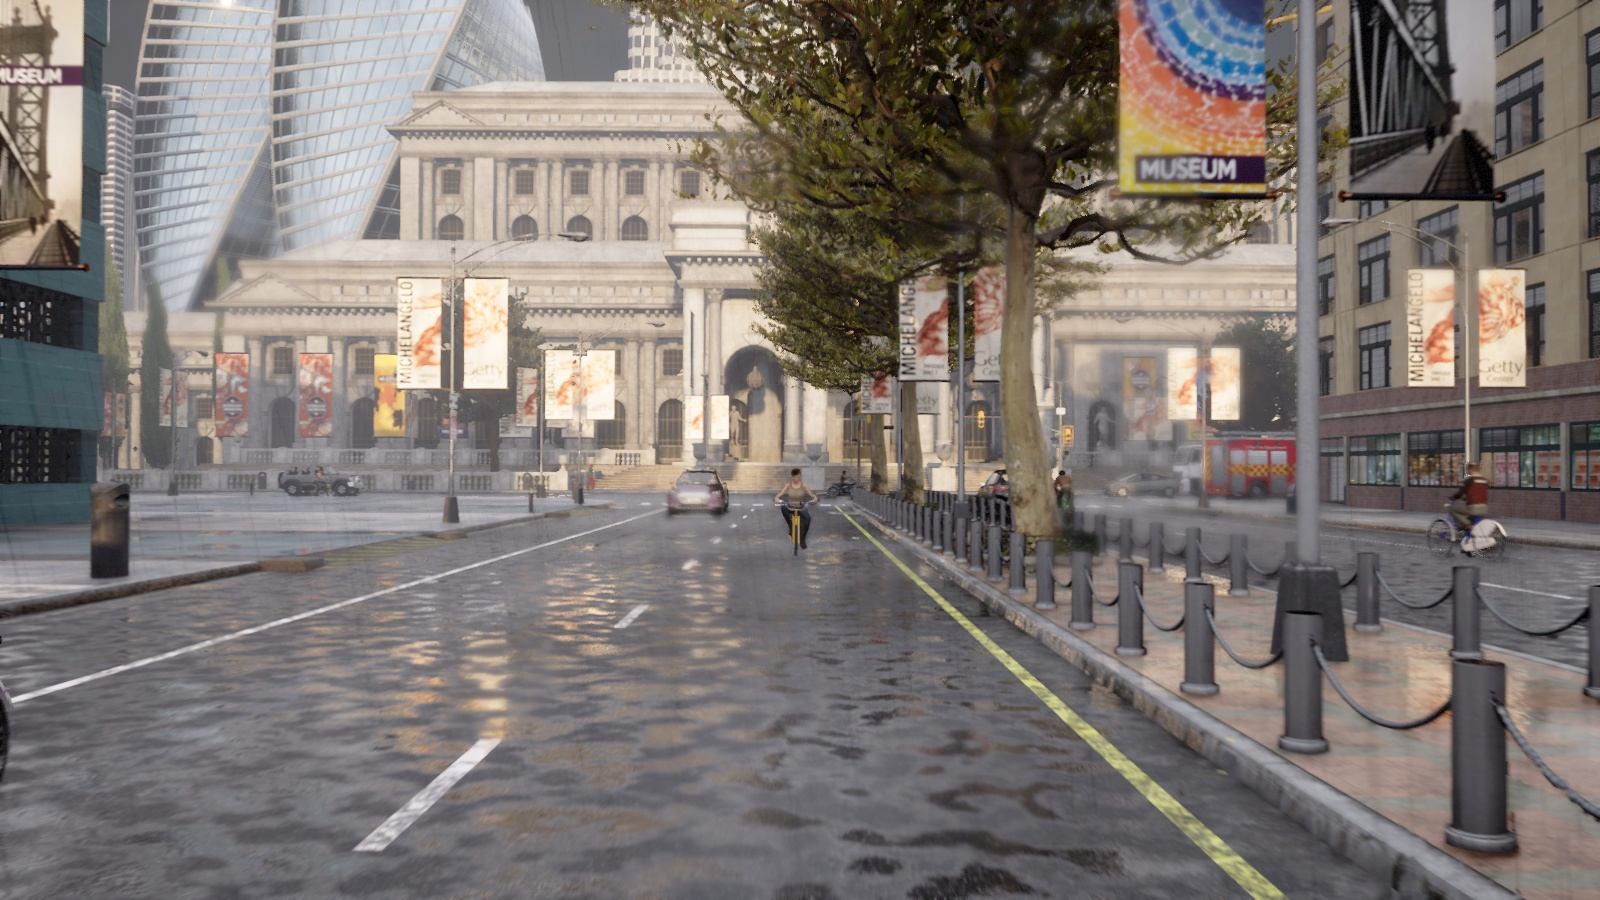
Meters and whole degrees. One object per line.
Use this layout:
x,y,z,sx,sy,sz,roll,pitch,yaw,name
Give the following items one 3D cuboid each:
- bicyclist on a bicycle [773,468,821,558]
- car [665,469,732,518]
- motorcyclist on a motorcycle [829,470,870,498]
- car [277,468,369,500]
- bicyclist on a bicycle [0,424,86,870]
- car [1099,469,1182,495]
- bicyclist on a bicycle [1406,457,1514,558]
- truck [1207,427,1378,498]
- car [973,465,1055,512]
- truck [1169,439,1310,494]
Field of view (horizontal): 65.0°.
-0.062,1.143,23.384,0.866,1.612,1.509,0,-1,0,bicyclist on a bicycle
-3.606,1.518,45.336,2.033,1.649,4.856,0,-1,0,car
2.863,1.979,73.177,2.350,1.649,0.766,0,-1,0,motorcyclist on a motorcycle
-27.795,1.968,73.220,4.605,1.855,1.932,0,-1,0,car
-3.512,0.777,4.666,0.659,1.776,1.843,0,-1,0,bicyclist on a bicycle
20.761,1.962,76.647,4.514,1.525,2.007,0,-1,0,car
12.028,1.021,22.959,0.659,1.776,1.843,1,-1,-15,bicyclist on a bicycle
27.204,0.704,69.494,8.468,3.827,2.891,0,-1,-9,truck
7.883,1.410,46.736,2.242,1.667,4.611,0,-1,0,car
27.958,1.063,80.152,7.936,3.462,2.891,0,-1,0,truck
